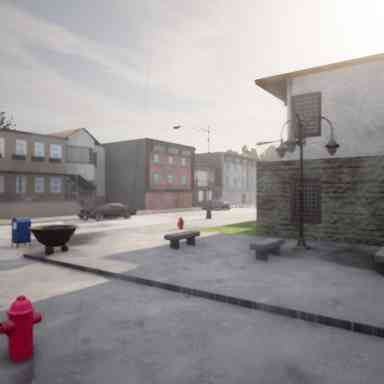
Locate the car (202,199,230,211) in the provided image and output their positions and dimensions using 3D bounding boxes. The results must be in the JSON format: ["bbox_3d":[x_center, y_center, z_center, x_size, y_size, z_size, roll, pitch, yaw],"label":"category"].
[{"bbox_3d":[2.921,1.554,40.102,1.994,1.385,4.181,0,0,36],"label":"car"}]

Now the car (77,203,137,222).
[{"bbox_3d":[-6.715,1.591,26.598,1.895,1.301,4.718,0,0,35],"label":"car"}]
